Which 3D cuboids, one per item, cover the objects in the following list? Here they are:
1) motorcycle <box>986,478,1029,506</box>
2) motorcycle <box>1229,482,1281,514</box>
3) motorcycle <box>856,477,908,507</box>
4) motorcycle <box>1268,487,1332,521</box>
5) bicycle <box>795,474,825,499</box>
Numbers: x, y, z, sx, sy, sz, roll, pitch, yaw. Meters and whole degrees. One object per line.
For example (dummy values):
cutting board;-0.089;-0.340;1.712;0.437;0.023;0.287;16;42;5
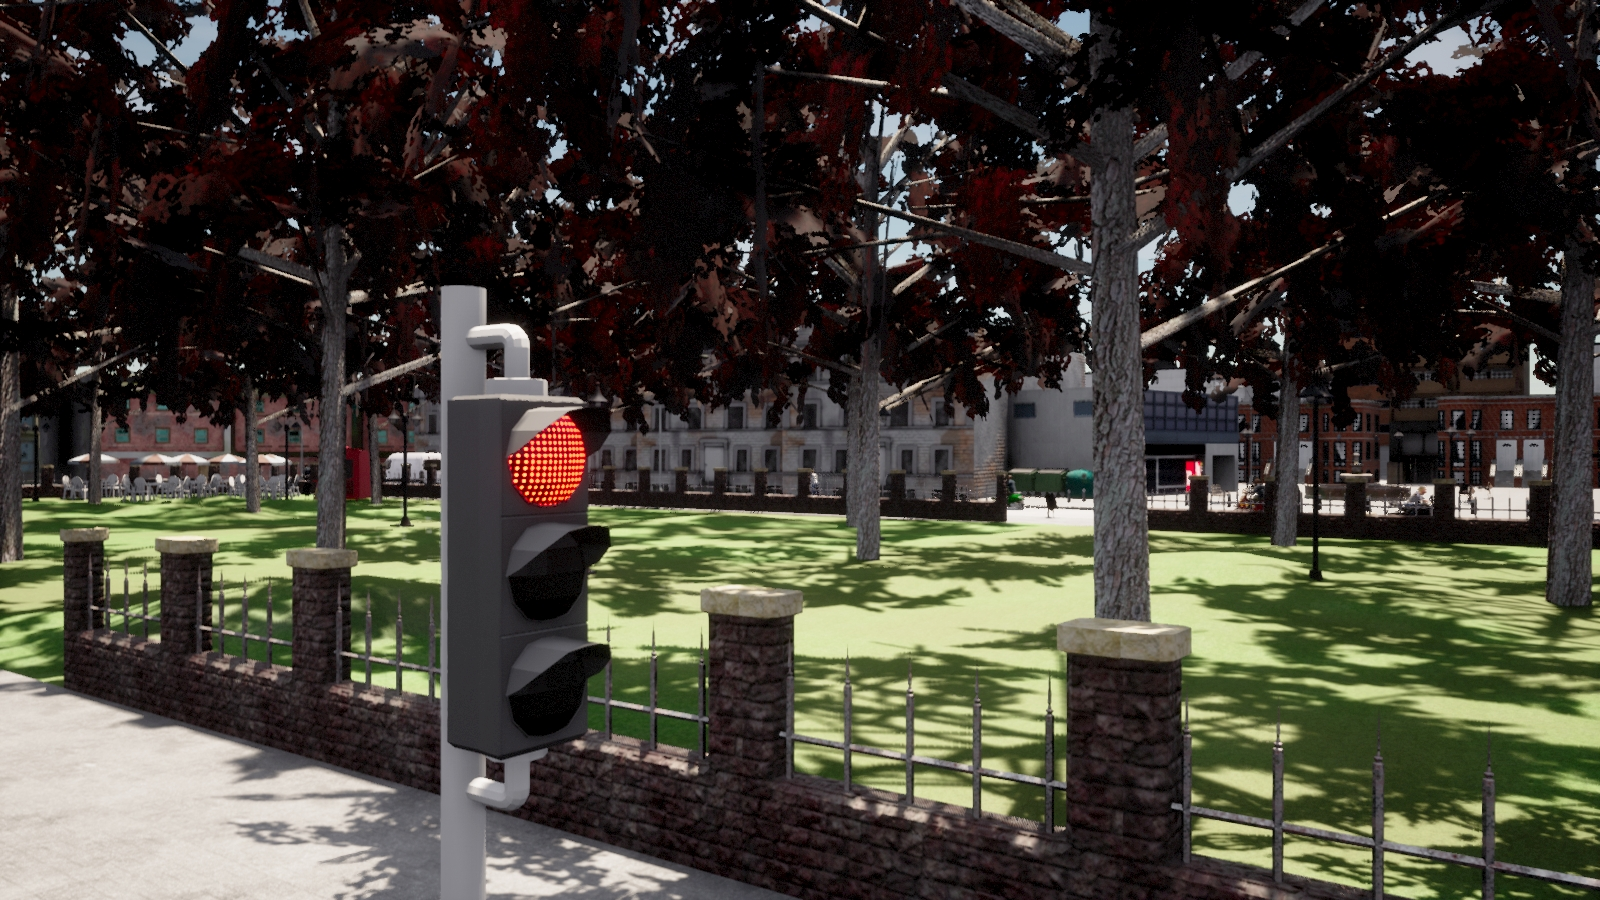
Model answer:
motorcycle;9.677;1.945;53.265;1.805;1.236;0.856;0;0;36
motorcycle;18.618;1.953;46.755;1.805;1.236;0.856;0;0;36
motorcycle;3.760;1.930;52.692;2.356;1.277;0.764;0;0;36
motorcycle;18.380;1.985;42.051;2.033;1.145;0.803;0;0;36
bicycle;0.531;1.911;59.976;1.643;1.296;0.373;0;0;36
